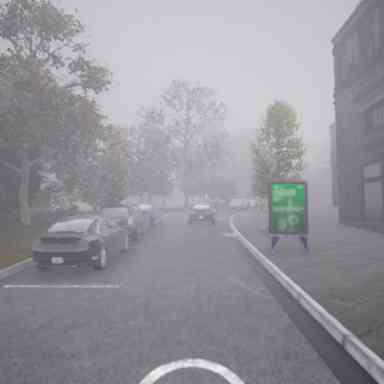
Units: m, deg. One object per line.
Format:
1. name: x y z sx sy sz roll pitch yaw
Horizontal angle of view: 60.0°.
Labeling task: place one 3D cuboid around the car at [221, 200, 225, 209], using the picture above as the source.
1. car: 6.844 1.786 48.750 2.097 1.535 5.008 -3 -4 36

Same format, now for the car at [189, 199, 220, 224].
1. car: 0.846 1.514 24.586 1.812 1.442 4.674 -1 0 6

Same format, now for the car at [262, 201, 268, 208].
1. car: 10.372 1.900 53.198 2.231 1.521 4.892 -4 -4 42

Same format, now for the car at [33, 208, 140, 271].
1. car: -3.405 1.508 11.044 2.231 1.521 4.892 0 0 2

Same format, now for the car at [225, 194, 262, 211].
1. car: 6.591 1.293 41.974 2.150 2.045 5.566 -3 -2 29

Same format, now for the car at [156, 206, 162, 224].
1. car: -3.164 1.512 22.455 2.097 1.535 5.008 0 0 2

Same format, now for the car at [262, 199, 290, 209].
1. car: 14.482 2.016 56.993 5.008 1.535 2.097 1 -4 -40

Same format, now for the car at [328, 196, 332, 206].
1. car: 29.426 1.816 65.330 5.566 2.045 2.435 -1 -4 -20

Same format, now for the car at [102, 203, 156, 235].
1. car: -3.405 1.382 16.753 2.185 1.767 4.553 -1 0 2
